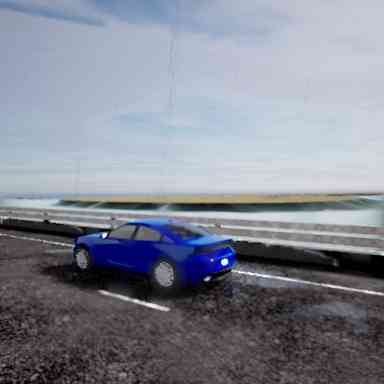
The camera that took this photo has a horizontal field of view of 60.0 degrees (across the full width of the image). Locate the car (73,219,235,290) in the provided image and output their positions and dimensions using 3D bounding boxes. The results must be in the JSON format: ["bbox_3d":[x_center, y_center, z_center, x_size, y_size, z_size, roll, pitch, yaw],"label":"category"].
[{"bbox_3d":[-1.248,1.484,9.208,5.008,1.535,1.882,0,0,36],"label":"car"}]
